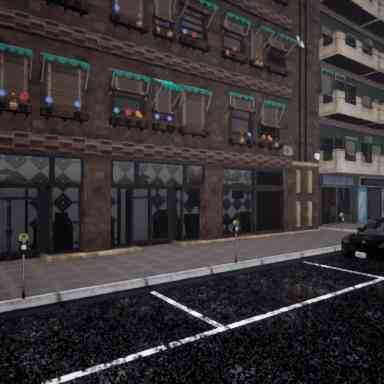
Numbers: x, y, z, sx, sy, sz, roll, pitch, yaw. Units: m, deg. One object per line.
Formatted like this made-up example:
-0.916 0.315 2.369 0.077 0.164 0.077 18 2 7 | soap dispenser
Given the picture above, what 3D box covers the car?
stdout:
6.976 1.565 11.518 4.313 1.339 1.947 0 0 -35 | car
